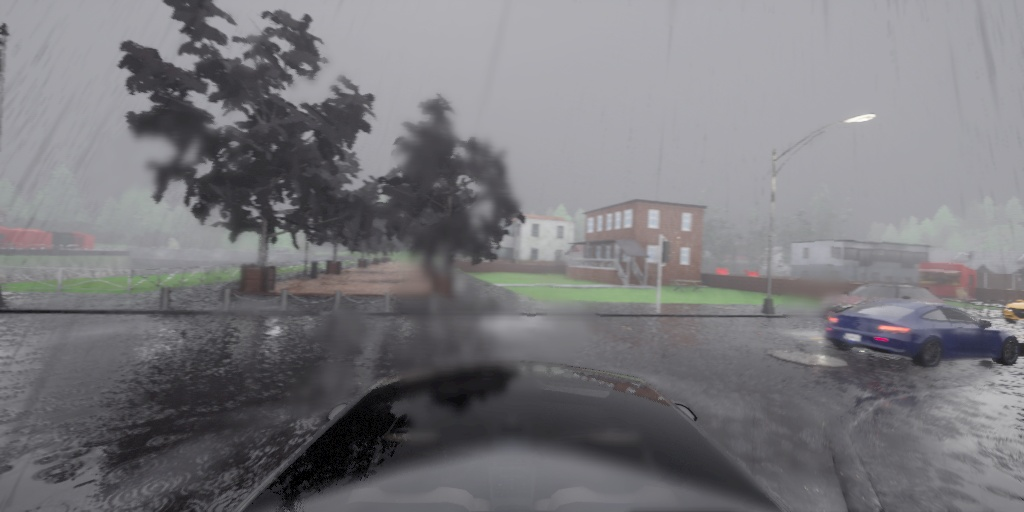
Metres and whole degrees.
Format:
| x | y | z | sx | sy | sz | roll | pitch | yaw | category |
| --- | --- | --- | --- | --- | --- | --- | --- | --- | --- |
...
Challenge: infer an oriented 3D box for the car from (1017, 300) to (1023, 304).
| x | y | z | sx | sy | sz | roll | pitch | yaw | category |
| --- | --- | --- | --- | --- | --- | --- | --- | --- | --- |
| 27.184 | 2.694 | 17.843 | 5.008 | 1.535 | 1.882 | 3 | -1 | -15 | car |

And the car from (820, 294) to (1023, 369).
| x | y | z | sx | sy | sz | roll | pitch | yaw | category |
| --- | --- | --- | --- | --- | --- | --- | --- | --- | --- |
| 10.301 | 1.879 | 9.098 | 4.674 | 1.442 | 1.812 | 3 | -1 | -15 | car |

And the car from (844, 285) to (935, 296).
| x | y | z | sx | sy | sz | roll | pitch | yaw | category |
| --- | --- | --- | --- | --- | --- | --- | --- | --- | --- |
| 15.110 | 1.960 | 14.625 | 4.553 | 1.767 | 2.097 | 3 | -1 | -15 | car |
